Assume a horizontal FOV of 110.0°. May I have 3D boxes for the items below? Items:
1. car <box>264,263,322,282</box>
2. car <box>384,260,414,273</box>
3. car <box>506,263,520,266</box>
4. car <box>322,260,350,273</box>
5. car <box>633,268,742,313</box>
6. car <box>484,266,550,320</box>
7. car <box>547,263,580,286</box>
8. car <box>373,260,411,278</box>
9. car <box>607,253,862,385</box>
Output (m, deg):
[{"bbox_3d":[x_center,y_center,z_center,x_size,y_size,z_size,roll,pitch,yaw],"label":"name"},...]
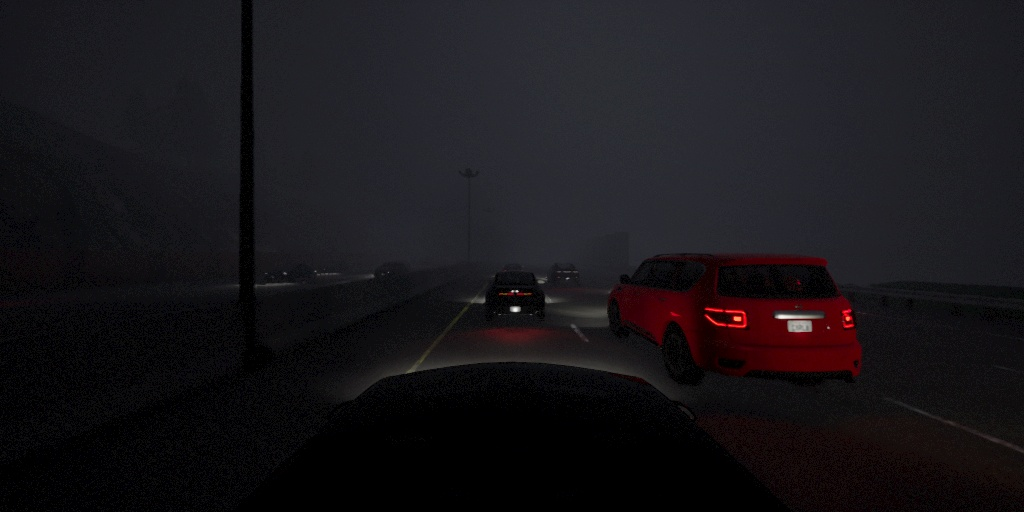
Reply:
[{"bbox_3d":[-17.615,1.278,28.722,1.812,1.442,4.674,0,0,0],"label":"car"},{"bbox_3d":[-14.110,1.245,45.119,2.128,1.511,4.902,0,0,0],"label":"car"},{"bbox_3d":[0.085,1.317,30.793,1.994,1.385,4.181,0,0,0],"label":"car"},{"bbox_3d":[-21.109,1.260,42.741,1.837,1.490,4.892,0,0,0],"label":"car"},{"bbox_3d":[7.093,1.299,15.304,2.033,1.411,5.357,0,0,0],"label":"car"},{"bbox_3d":[0.094,1.256,12.559,1.837,1.490,4.892,0,0,0],"label":"car"},{"bbox_3d":[3.586,1.244,25.541,2.128,1.511,4.902,0,0,0],"label":"car"},{"bbox_3d":[-10.614,1.260,31.758,1.837,1.490,4.892,0,-1,0],"label":"car"},{"bbox_3d":[3.597,0.972,7.166,2.150,2.045,5.566,0,0,0],"label":"car"}]
